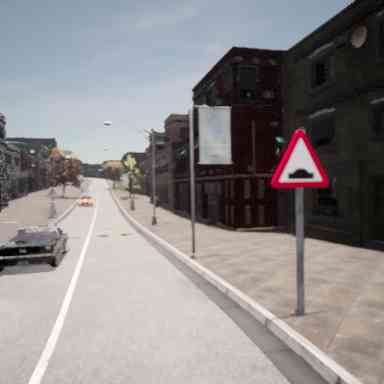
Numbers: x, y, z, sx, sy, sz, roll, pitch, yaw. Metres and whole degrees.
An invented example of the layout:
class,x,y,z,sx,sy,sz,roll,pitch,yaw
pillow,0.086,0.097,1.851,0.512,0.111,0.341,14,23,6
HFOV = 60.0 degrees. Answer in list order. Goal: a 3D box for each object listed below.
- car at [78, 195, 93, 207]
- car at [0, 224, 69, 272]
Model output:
class,x,y,z,sx,sy,sz,roll,pitch,yaw
car,-16.429,1.322,51.564,2.097,1.767,4.553,-1,3,-15
car,-5.791,1.934,12.412,1.895,1.301,4.718,-2,-1,-15
